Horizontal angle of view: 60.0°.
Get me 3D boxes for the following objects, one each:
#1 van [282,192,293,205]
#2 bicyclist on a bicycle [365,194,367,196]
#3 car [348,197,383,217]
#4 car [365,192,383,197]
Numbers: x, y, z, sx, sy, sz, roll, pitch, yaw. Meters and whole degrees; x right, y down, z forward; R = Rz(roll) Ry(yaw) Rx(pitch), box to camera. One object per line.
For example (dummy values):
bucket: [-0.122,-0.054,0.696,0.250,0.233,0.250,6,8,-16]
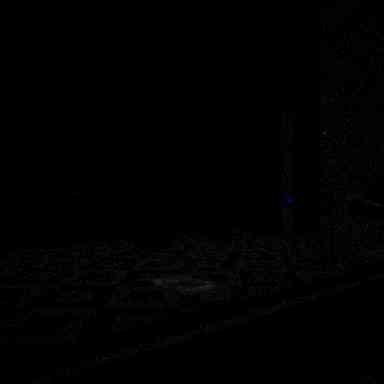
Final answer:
van: [12.254,0.931,46.565,1.690,1.788,3.998,1,0,-35]
bicyclist on a bicycle: [20.841,1.031,39.619,1.656,1.620,0.582,0,1,-36]
car: [14.816,1.367,28.290,2.008,1.369,4.403,1,0,-35]
car: [18.546,1.014,32.930,2.150,2.045,5.566,0,1,-33]
